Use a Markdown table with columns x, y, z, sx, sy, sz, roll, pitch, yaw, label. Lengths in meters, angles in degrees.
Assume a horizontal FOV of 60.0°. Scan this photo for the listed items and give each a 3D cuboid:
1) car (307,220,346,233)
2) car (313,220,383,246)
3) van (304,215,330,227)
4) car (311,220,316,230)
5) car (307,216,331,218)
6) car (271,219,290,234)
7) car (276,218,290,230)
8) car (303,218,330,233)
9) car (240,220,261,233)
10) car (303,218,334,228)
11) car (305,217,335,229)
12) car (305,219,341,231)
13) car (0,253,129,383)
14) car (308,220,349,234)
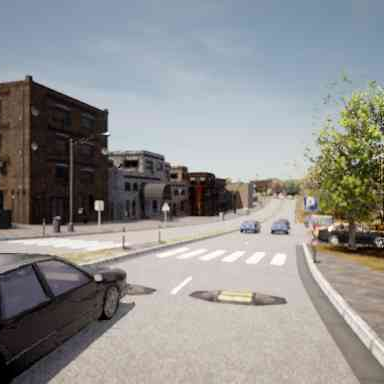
| x | y | z | sx | sy | sz | roll | pitch | yaw | label |
| --- | --- | --- | --- | --- | --- | --- | --- | --- | --- |
| 17.826 | 4.537 | 44.373 | 4.674 | 1.452 | 2.002 | 0 | -4 | 17 | car |
| 11.357 | 3.022 | 23.360 | 4.892 | 1.521 | 2.231 | 0 | -4 | 17 | car |
| 22.569 | 5.231 | 60.199 | 4.442 | 1.987 | 1.878 | 0 | -3 | 17 | van |
| 12.165 | 3.216 | 25.987 | 5.008 | 1.535 | 2.097 | 0 | -4 | 17 | car |
| 16.180 | 4.025 | 39.131 | 4.553 | 1.767 | 2.185 | 0 | -3 | 17 | car |
| 9.954 | 3.972 | 37.600 | 2.033 | 1.411 | 5.357 | 0 | -4 | 17 | car |
| 13.226 | 4.636 | 48.211 | 1.837 | 1.490 | 4.892 | 0 | -4 | 17 | car |
| 14.416 | 3.782 | 33.920 | 5.366 | 1.575 | 1.946 | 0 | -4 | 17 | car |
| 6.726 | 3.928 | 38.158 | 2.033 | 1.411 | 5.357 | 0 | -4 | 17 | car |
| 21.860 | 5.308 | 57.522 | 4.892 | 1.521 | 2.231 | 0 | -3 | 17 | car |
| 21.068 | 5.036 | 55.029 | 4.553 | 1.767 | 2.185 | 0 | -3 | 17 | car |
| 19.469 | 4.861 | 49.623 | 4.792 | 1.488 | 2.163 | 0 | -3 | 17 | car |
| -2.681 | 1.612 | 4.737 | 2.033 | 1.411 | 5.357 | 0 | -2 | 11 | car |
| 17.013 | 4.364 | 41.747 | 4.674 | 1.452 | 2.002 | 0 | -4 | 17 | car |
